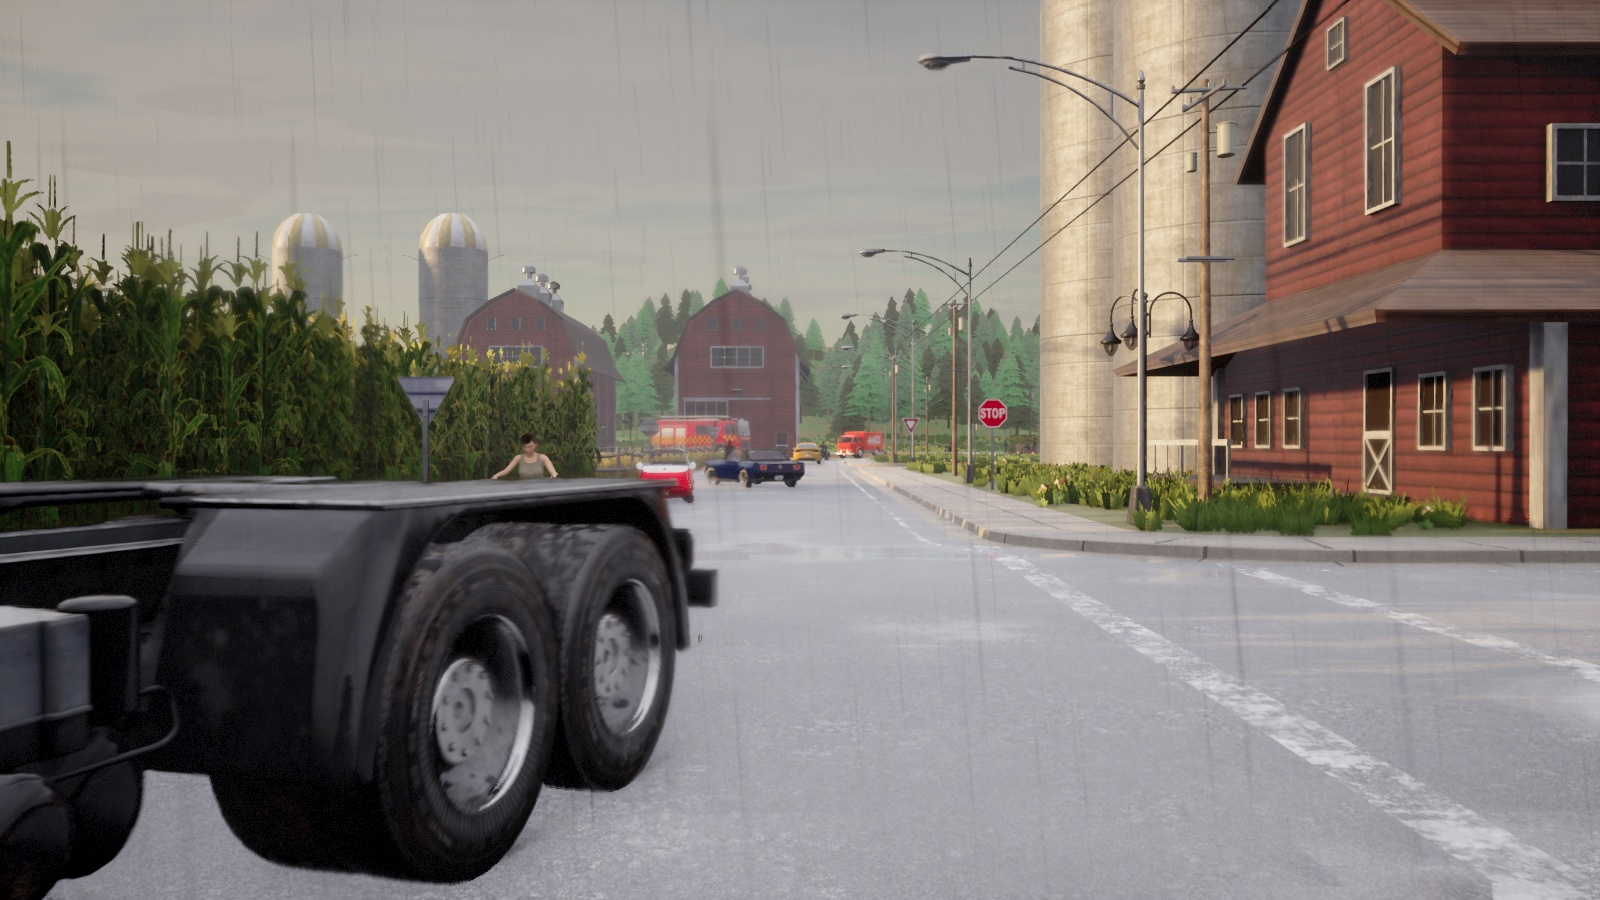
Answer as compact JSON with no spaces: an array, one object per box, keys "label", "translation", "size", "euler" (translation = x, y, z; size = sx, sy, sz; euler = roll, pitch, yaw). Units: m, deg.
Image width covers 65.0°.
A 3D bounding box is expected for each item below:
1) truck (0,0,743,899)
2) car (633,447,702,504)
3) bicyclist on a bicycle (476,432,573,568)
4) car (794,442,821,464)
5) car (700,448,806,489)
[{"label":"truck","translation":[-2.834,-0.256,3.183],"size":[2.891,3.462,7.936],"euler":[0,0,17]},{"label":"car","translation":[-3.307,0.620,31.661],"size":[1.481,1.376,2.207],"euler":[0,0,0]},{"label":"bicyclist on a bicycle","translation":[-3.397,0.588,15.625],"size":[0.866,1.612,1.509],"euler":[0,1,0]},{"label":"car","translation":[0.510,0.220,89.437],"size":[1.882,1.535,5.008],"euler":[0,0,0]},{"label":"car","translation":[-1.676,0.602,43.149],"size":[1.895,1.301,4.718],"euler":[0,0,-26]}]
